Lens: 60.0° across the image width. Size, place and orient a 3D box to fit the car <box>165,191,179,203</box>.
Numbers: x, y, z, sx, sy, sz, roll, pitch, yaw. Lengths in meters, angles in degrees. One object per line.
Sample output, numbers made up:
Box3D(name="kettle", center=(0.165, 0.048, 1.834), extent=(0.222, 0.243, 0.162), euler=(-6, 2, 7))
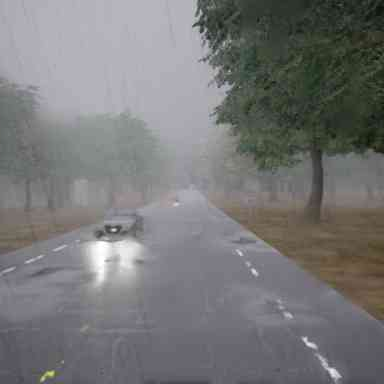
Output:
Box3D(name="car", center=(-3.525, 0.856, 59.637), extent=(2.150, 2.045, 5.566), euler=(0, 1, 1))

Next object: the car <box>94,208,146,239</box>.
Box3D(name="car", center=(-3.598, 1.541, 17.182), extent=(1.994, 1.385, 4.181), euler=(0, 0, 0))
